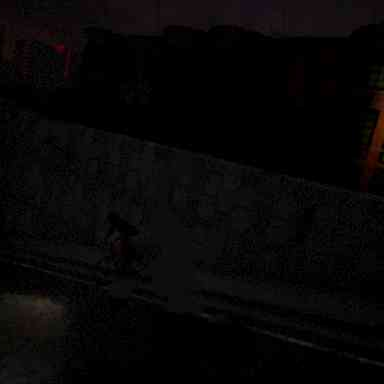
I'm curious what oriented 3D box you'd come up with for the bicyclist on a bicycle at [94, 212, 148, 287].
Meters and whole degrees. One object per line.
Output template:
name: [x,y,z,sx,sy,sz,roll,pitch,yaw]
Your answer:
bicyclist on a bicycle: [-1.652,1.251,7.750,0.582,1.620,1.656,1,9,38]
